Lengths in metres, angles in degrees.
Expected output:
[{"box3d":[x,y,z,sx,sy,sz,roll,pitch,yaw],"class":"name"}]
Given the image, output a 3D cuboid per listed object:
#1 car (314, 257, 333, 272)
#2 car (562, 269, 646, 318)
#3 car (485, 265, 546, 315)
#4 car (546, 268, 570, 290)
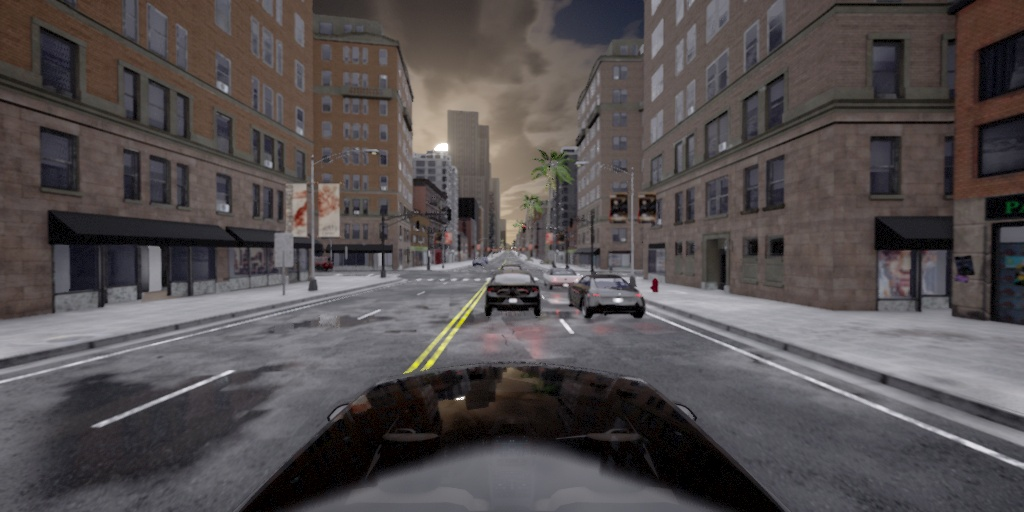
[{"box3d":[-24.182,0.974,42.998,5.009,1.841,2.192,0,0,-9],"class":"car"},{"box3d":[3.259,1.347,13.101,1.994,1.385,4.181,0,0,-1],"class":"car"},{"box3d":[0.018,1.263,13.764,1.882,1.535,5.008,0,0,0],"class":"car"},{"box3d":[3.103,1.414,23.104,1.895,1.301,4.718,0,0,0],"class":"car"}]
